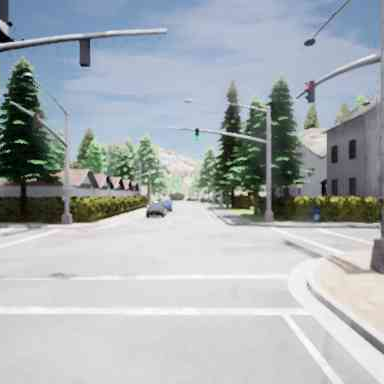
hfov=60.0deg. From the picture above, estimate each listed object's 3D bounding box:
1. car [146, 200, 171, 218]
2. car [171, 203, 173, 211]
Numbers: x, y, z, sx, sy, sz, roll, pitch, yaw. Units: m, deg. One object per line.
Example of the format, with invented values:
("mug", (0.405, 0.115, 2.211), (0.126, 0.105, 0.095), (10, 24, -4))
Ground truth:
("car", (-3.632, 1.857, 34.777), (2.033, 1.411, 5.357), (0, -1, 0))
("car", (-3.624, 1.878, 45.061), (1.882, 1.535, 5.008), (0, -1, 0))
